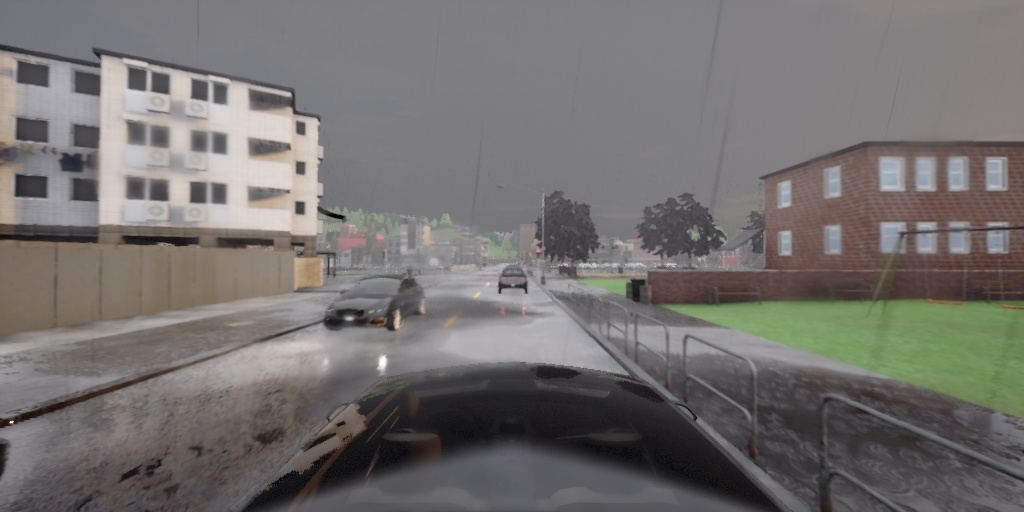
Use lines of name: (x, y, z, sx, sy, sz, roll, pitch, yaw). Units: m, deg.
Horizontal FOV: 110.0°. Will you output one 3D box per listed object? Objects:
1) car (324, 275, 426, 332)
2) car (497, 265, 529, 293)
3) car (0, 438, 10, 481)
car: (-4.086, 1.379, 11.488, 1.837, 1.490, 4.892, 0, -1, 0)
car: (0.066, 1.513, 23.172, 2.128, 1.511, 4.902, 0, -1, 0)
car: (-4.096, 1.235, 0.121, 1.837, 1.490, 4.892, 0, -1, 0)
